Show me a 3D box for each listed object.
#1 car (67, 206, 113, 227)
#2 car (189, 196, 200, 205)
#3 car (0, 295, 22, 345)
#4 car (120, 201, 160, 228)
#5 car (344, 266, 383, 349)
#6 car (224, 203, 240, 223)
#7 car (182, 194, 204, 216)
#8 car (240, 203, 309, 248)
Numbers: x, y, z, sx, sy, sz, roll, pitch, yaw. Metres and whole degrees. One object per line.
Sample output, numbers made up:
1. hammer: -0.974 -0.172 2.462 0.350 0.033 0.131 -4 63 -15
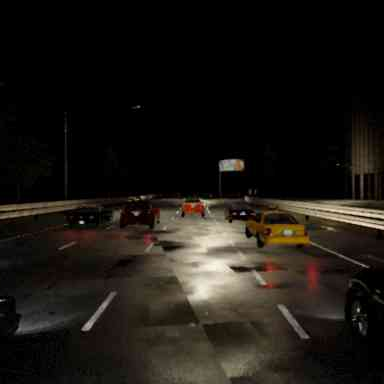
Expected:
1. car: -6.838 1.609 22.871 1.895 1.301 4.718 0 0 0
2. car: 0.429 1.533 59.787 1.812 1.442 4.674 0 0 0
3. car: -3.399 1.554 2.364 2.033 1.411 5.357 0 0 0
4. car: -3.339 1.360 22.133 2.097 1.767 4.553 0 0 0
5. car: 3.501 1.360 3.545 2.097 1.767 4.553 0 0 0
6. car: 3.574 1.556 25.518 2.033 1.411 5.357 0 0 0
7. car: 0.119 1.360 32.902 2.097 1.767 4.553 0 0 0
8. car: 3.526 1.465 14.737 1.801 1.575 5.366 0 0 0
